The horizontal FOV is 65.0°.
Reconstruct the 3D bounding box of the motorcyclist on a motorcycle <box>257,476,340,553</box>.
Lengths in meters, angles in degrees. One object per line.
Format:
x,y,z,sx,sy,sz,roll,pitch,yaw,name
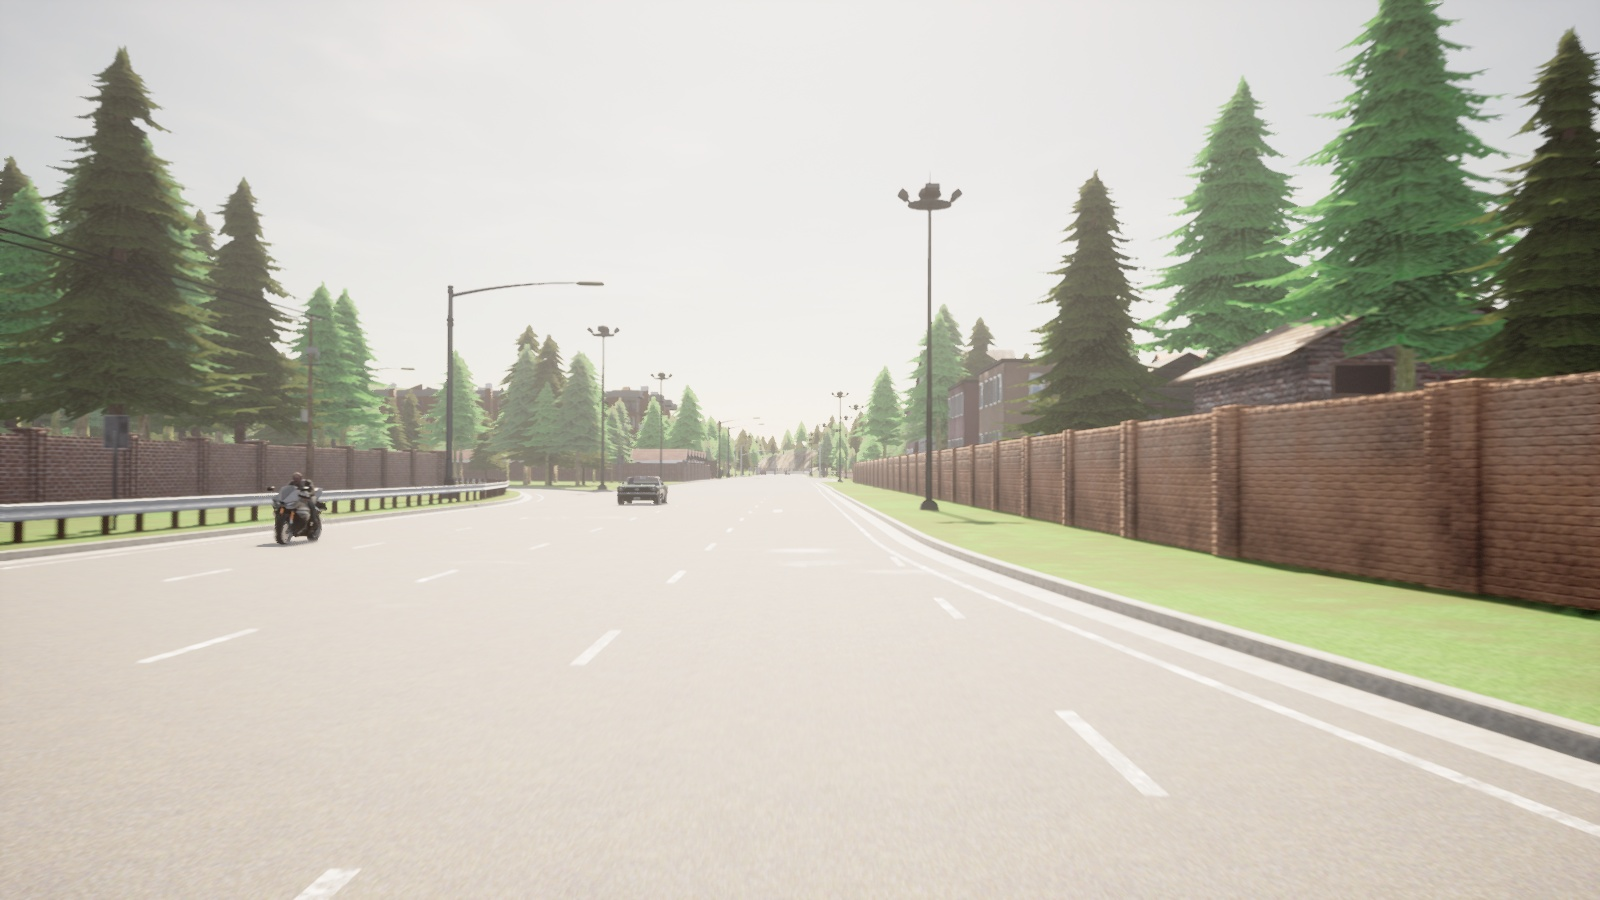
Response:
-10.564,1.333,26.541,0.866,1.530,2.191,0,-1,0,motorcyclist on a motorcycle

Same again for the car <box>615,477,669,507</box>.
-7.139,1.895,57.221,1.895,1.301,4.718,0,-1,0,car
